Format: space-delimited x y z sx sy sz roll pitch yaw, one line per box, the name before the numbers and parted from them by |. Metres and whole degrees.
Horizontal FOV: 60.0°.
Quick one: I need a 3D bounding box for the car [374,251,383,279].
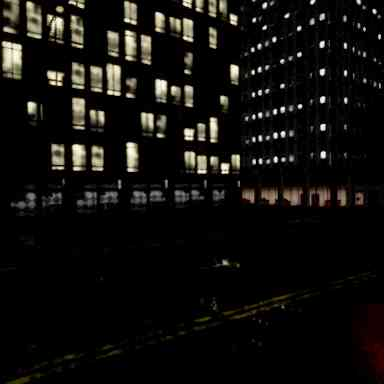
car | 6.543 1.596 8.149 4.718 1.301 1.895 0 0 -35
